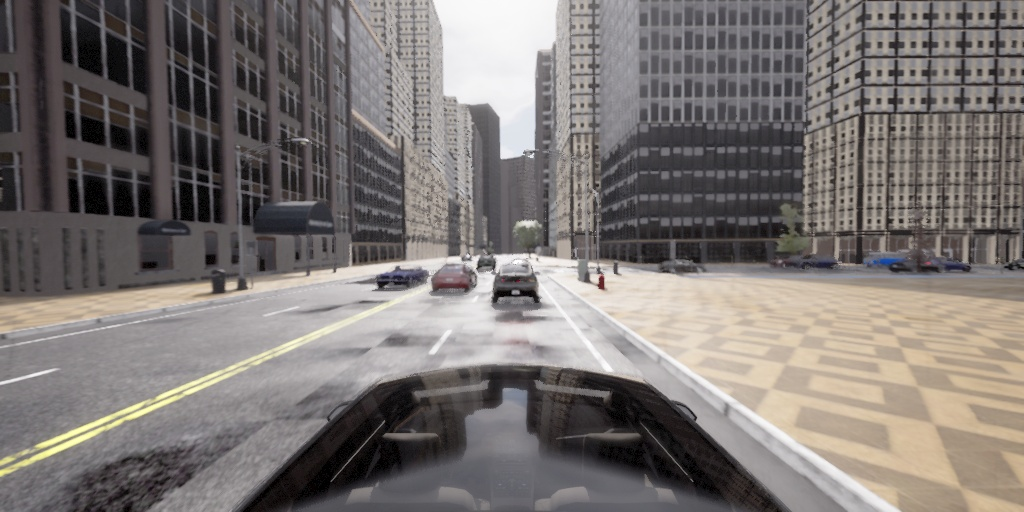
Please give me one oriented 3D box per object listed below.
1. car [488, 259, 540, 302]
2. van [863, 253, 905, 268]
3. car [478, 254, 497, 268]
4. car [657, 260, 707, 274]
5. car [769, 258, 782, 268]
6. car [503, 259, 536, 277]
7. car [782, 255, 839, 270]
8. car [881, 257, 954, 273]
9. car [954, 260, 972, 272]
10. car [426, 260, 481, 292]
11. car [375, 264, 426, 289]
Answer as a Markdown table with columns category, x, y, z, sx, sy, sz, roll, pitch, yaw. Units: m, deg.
| category | x | y | z | sx | sy | sz | roll | pitch | yaw |
| --- | --- | --- | --- | --- | --- | --- | --- | --- | --- |
| car | 0.154 | 1.072 | 15.663 | 1.837 | 1.490 | 4.892 | -1 | 1 | 0 |
| van | 44.249 | 0.537 | 42.693 | 3.998 | 1.789 | 1.690 | 0 | 0 | 0 |
| car | -2.938 | 0.571 | 42.771 | 2.097 | 1.767 | 4.553 | -1 | 1 | 0 |
| car | 16.089 | 0.999 | 33.996 | 4.403 | 1.370 | 2.007 | 0 | 0 | 0 |
| car | 32.966 | 0.638 | 42.616 | 4.097 | 1.591 | 1.967 | 0 | 0 | 0 |
| car | 0.744 | 0.969 | 30.493 | 2.033 | 1.411 | 5.357 | -1 | -1 | 9 |
| car | 33.479 | 0.627 | 39.972 | 4.553 | 1.767 | 2.097 | 0 | 2 | 0 |
| car | 38.657 | 1.007 | 34.277 | 4.313 | 1.339 | 1.948 | 0 | 0 | 0 |
| car | 44.239 | 0.889 | 36.946 | 4.674 | 1.442 | 1.812 | 0 | 2 | 0 |
| car | -3.064 | 1.112 | 19.670 | 1.994 | 1.385 | 4.181 | -1 | 1 | 0 |
| car | -6.456 | 1.159 | 21.427 | 1.895 | 1.301 | 4.718 | -1 | 1 | 1 |
